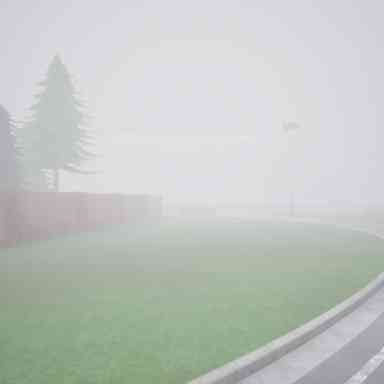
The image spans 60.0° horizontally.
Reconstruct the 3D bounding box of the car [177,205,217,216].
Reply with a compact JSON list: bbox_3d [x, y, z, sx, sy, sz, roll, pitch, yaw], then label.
[{"bbox_3d":[0.630,2.415,44.968,5.357,1.411,2.033,0,-1,23],"label":"car"}]
